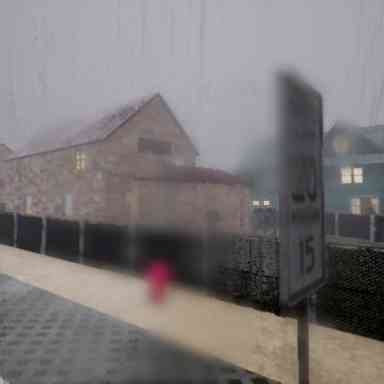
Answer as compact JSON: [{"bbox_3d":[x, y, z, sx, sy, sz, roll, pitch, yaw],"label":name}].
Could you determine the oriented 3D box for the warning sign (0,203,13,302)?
[{"bbox_3d":[-4.289,1.154,6.254,1.060,1.860,1.300,-2,-1,40],"label":"warning sign"}]
